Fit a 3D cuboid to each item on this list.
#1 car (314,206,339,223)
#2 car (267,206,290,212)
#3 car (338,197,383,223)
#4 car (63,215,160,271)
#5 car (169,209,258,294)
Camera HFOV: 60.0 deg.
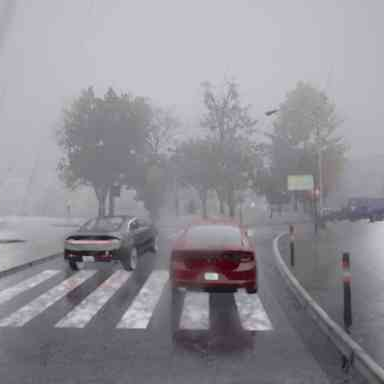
[{"bbox_3d":[13.009,1.933,29.731,4.674,1.442,1.812,-1,-3,-28],"label":"car"},{"bbox_3d":[18.923,3.800,73.071,4.892,1.490,1.837,-3,-5,37],"label":"car"},{"bbox_3d":[15.050,1.403,27.238,5.566,2.045,2.150,-1,-3,-26],"label":"car"},{"bbox_3d":[-2.369,1.507,10.943,2.128,1.511,4.902,-1,0,7],"label":"car"},{"bbox_3d":[0.631,1.459,8.845,1.882,1.535,5.008,-1,0,6],"label":"car"}]
